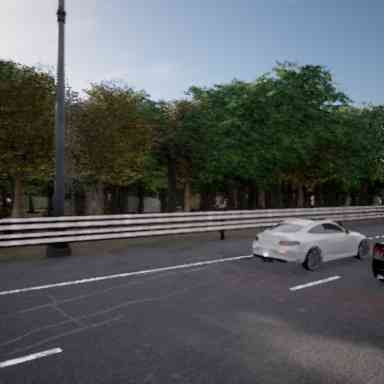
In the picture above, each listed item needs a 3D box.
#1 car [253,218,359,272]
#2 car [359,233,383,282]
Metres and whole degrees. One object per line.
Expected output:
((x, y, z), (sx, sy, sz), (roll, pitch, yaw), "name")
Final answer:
((4.039, 1.595, 11.088), (4.674, 1.442, 1.812), (1, 0, -36), "car")
((6.641, 1.556, 8.650), (5.008, 1.535, 1.882), (1, 0, -36), "car")
